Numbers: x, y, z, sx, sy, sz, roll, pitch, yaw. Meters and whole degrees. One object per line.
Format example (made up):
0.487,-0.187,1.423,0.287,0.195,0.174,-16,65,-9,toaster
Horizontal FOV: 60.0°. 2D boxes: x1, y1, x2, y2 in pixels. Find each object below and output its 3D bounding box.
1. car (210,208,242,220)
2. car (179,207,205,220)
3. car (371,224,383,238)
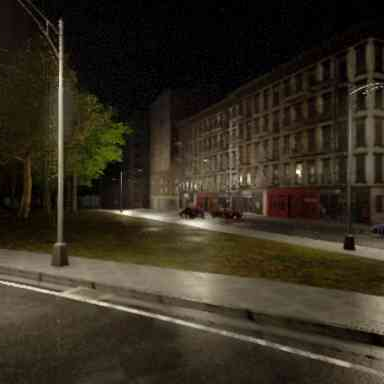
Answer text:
3.900,2.580,39.070,1.895,1.301,4.718,0,-2,-24,car
-0.073,2.544,40.003,1.812,1.442,4.674,0,-2,-24,car
12.904,2.053,18.555,2.033,1.411,5.357,0,-1,-24,car
